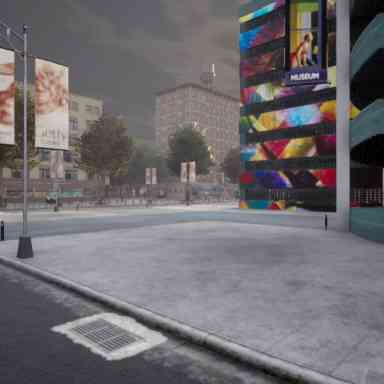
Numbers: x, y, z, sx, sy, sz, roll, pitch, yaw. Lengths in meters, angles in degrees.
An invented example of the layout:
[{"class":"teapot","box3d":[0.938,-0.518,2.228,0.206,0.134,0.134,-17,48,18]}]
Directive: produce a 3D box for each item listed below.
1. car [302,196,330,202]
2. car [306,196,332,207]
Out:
[{"class":"car","box3d":[14.241,1.320,39.318,2.002,1.452,4.674,0,0,43]},{"class":"car","box3d":[19.548,1.413,51.047,2.161,1.482,4.786,0,0,43]}]
